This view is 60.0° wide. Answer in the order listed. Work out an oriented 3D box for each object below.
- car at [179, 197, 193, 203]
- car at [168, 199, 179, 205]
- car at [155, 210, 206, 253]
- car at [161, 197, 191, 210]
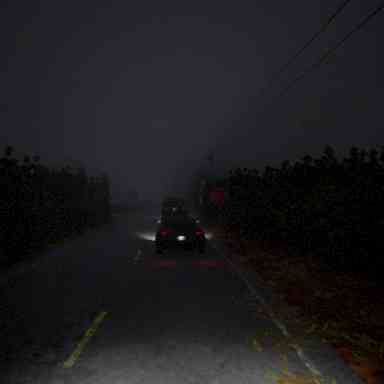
[{"bbox_3d":[-1.706,2.188,92.048,2.097,1.767,4.553,0,-1,-28],"label":"car"},{"bbox_3d":[-4.301,2.301,78.152,2.033,1.411,5.357,0,-1,1],"label":"car"},{"bbox_3d":[-0.556,1.705,14.425,1.994,1.385,4.181,0,-1,-4],"label":"car"},{"bbox_3d":[-1.497,1.500,29.065,2.150,2.045,5.566,0,0,-2],"label":"car"}]
